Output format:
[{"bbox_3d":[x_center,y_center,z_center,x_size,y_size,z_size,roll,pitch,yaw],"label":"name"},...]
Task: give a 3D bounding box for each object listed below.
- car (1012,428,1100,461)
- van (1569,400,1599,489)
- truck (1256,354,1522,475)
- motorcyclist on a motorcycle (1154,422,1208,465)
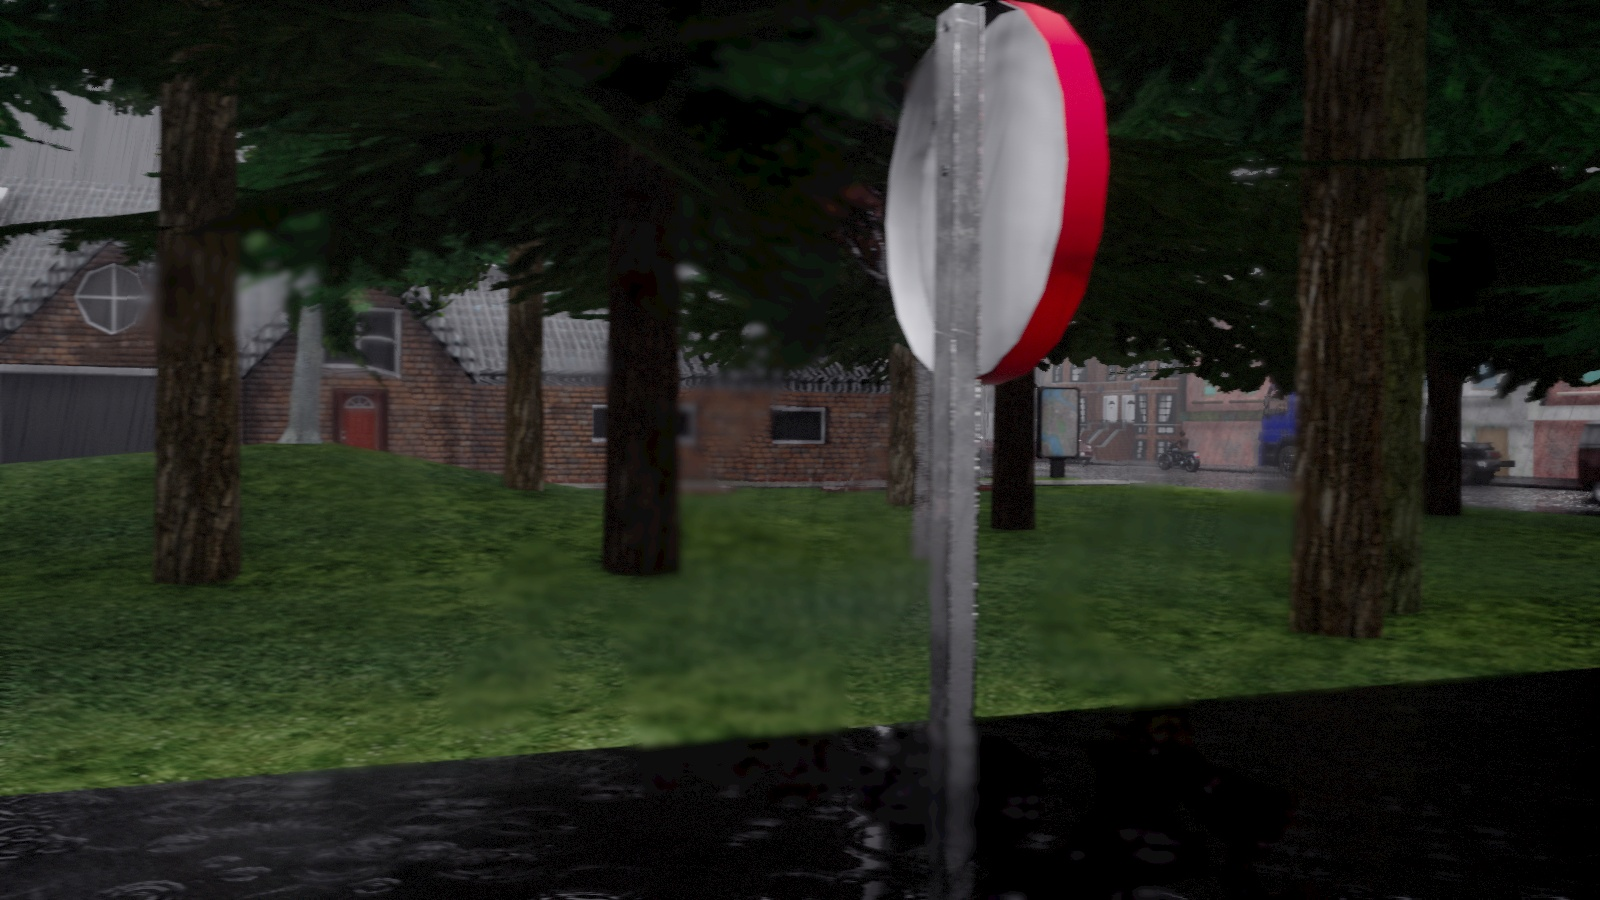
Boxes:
[{"bbox_3d":[11.819,-0.287,58.225,1.812,1.442,4.674,-1,1,-20],"label":"car"},{"bbox_3d":[19.206,-0.127,26.982,1.775,1.987,4.442,-1,1,-20],"label":"van"},{"bbox_3d":[18.524,-1.074,40.212,2.891,3.462,7.936,-1,1,-20],"label":"truck"},{"bbox_3d":[15.023,-0.258,49.639,0.766,1.649,2.350,-1,1,-20],"label":"motorcyclist on a motorcycle"}]
